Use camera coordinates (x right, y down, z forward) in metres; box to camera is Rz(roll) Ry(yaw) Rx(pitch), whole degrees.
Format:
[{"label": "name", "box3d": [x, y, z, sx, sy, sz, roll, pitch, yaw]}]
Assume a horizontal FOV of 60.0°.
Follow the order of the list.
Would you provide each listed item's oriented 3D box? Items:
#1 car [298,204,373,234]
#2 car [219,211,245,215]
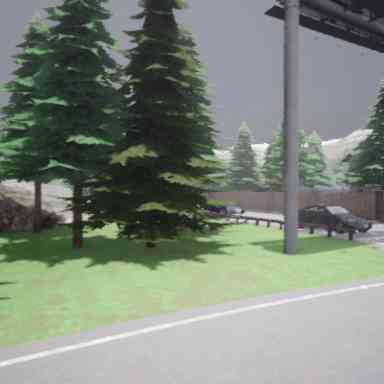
[{"label": "car", "box3d": [7.677, 1.426, 18.675, 1.812, 1.442, 4.674, 0, 0, -25]}, {"label": "car", "box3d": [2.773, 1.380, 29.261, 2.128, 1.511, 4.902, 0, 0, -25]}]
